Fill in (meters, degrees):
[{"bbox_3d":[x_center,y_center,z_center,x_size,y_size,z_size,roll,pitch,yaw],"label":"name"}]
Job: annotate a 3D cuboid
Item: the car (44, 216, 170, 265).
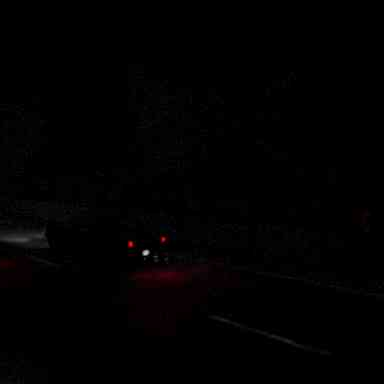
[{"bbox_3d":[-3.062,1.445,11.247,4.718,1.301,1.895,2,1,40],"label":"car"}]
